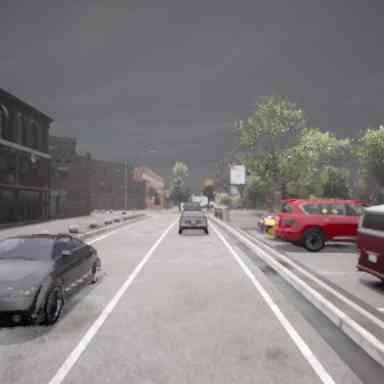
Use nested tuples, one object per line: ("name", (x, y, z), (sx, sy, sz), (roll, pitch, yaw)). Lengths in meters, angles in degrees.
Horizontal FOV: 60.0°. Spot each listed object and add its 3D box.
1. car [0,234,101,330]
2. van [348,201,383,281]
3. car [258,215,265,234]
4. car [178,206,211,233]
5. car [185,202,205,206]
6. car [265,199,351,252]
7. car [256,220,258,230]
("car", (-3.351, 1.603, 6.980), (1.994, 1.385, 4.181), (0, -1, 0))
("van", (6.392, 1.293, 7.804), (4.442, 1.987, 1.878), (0, -1, 0))
("car", (6.210, 1.636, 16.909), (5.008, 1.535, 2.097), (0, -1, -1))
("car", (0.078, 1.857, 21.670), (2.033, 1.411, 5.357), (0, -2, 0))
("car", (0.069, 2.167, 39.324), (2.150, 2.045, 5.566), (0, -2, 1))
("car", (6.263, 1.336, 13.996), (5.566, 2.045, 2.435), (0, -1, 0))
("car", (6.205, 1.562, 19.947), (4.553, 1.767, 2.185), (0, -1, -1))
